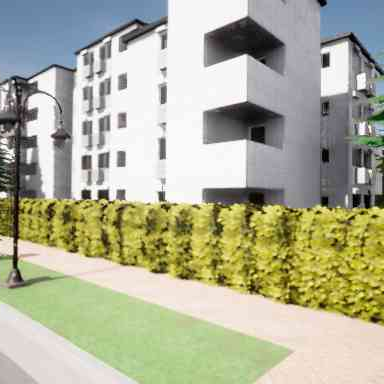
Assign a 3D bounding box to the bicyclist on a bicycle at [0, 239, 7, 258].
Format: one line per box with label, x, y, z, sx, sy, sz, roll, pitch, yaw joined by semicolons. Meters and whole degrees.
bicyclist on a bicycle;-6.738;1.403;10.554;0.582;1.620;1.656;0;-1;42
